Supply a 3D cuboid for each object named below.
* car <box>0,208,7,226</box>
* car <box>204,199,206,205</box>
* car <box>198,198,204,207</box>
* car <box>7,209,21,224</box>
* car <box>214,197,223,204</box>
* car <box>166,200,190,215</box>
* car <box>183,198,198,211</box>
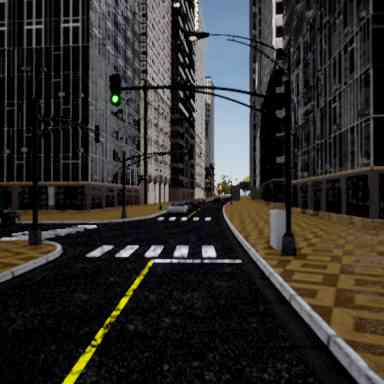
[{"bbox_3d":[-14.898,1.875,21.426,4.892,1.490,1.837,-1,-1,10],"label":"car"},{"bbox_3d":[1.693,1.905,66.643,2.033,1.411,5.357,0,0,8],"label":"car"},{"bbox_3d":[0.308,1.860,56.109,2.033,1.411,5.357,0,0,7],"label":"car"},{"bbox_3d":[-16.503,2.035,27.571,4.403,1.369,2.008,-1,0,10],"label":"car"},{"bbox_3d":[5.909,1.885,74.540,1.837,1.490,4.892,0,0,9],"label":"car"},{"bbox_3d":[-1.605,1.817,36.423,1.895,1.301,4.718,0,0,4],"label":"car"},{"bbox_3d":[-0.797,1.755,45.735,2.128,1.511,4.902,0,0,5],"label":"car"}]
